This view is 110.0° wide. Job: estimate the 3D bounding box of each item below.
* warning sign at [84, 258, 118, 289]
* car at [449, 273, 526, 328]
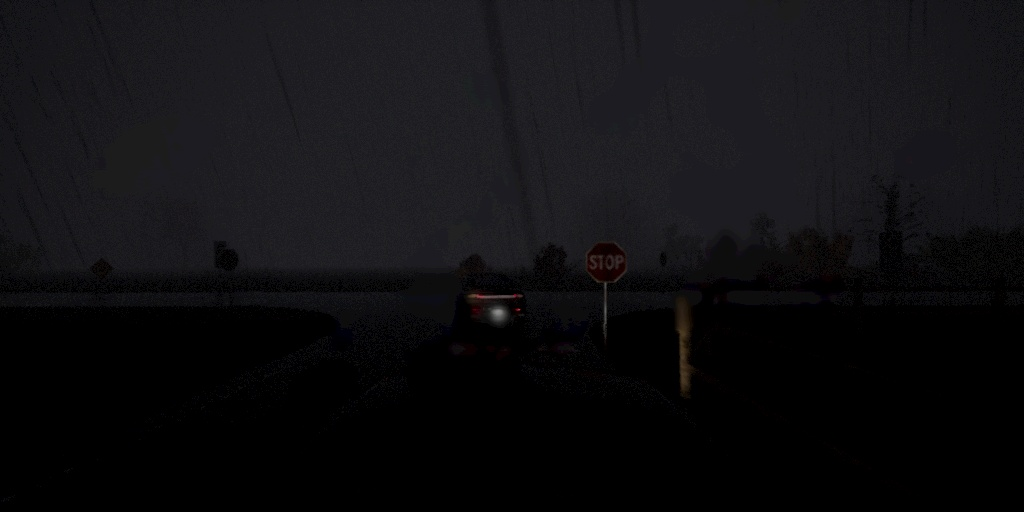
[{"bbox_3d":[-25.385,1.059,22.143,1.060,1.860,1.300,0,0,0],"label":"warning sign"},{"bbox_3d":[-0.945,1.305,11.757,2.128,1.511,4.902,0,0,-14],"label":"car"}]
